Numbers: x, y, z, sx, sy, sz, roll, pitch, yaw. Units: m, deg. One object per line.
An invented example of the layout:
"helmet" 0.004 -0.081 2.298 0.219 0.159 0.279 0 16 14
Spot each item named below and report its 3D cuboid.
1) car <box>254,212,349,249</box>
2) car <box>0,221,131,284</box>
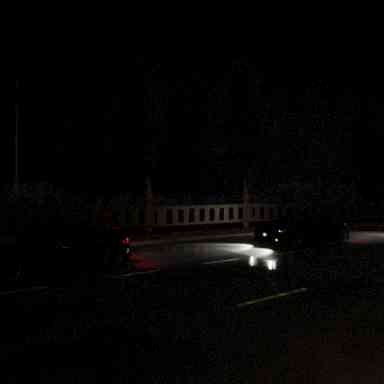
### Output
"car" 4.773 1.564 14.509 4.181 1.385 1.994 0 0 -26
"car" -3.917 1.564 9.592 4.181 1.385 1.994 0 0 -31
